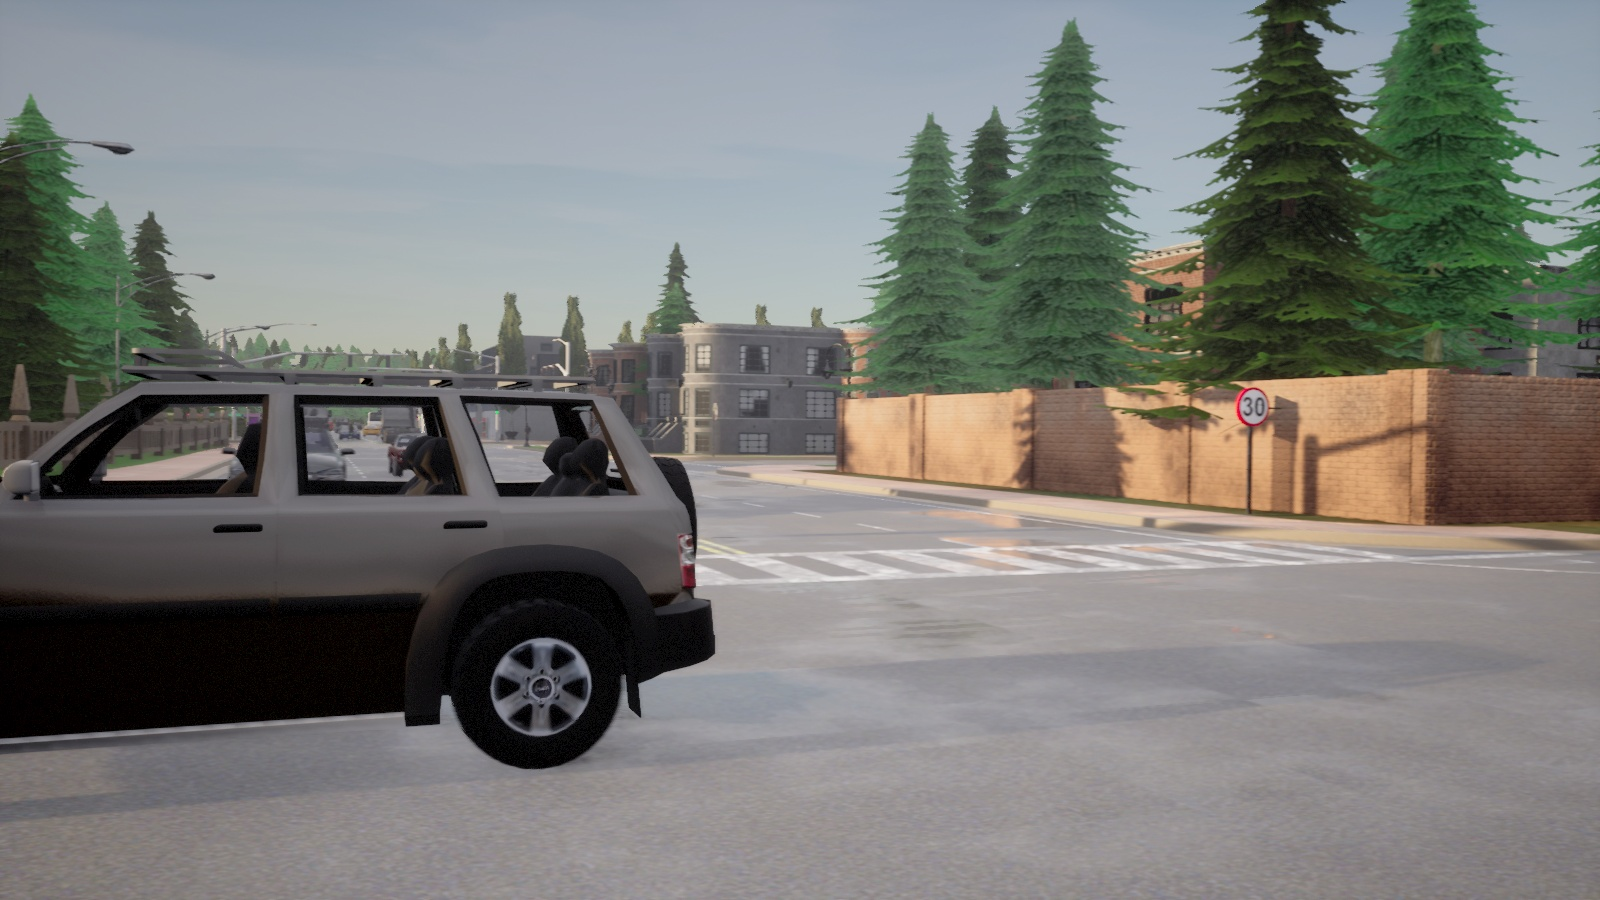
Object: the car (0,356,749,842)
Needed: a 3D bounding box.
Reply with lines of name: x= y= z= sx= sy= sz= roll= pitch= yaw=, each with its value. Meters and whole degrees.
car: x=-2.745 y=0.548 z=5.938 sx=4.605 sy=1.855 sz=1.932 roll=-1 pitch=1 yaw=-21
